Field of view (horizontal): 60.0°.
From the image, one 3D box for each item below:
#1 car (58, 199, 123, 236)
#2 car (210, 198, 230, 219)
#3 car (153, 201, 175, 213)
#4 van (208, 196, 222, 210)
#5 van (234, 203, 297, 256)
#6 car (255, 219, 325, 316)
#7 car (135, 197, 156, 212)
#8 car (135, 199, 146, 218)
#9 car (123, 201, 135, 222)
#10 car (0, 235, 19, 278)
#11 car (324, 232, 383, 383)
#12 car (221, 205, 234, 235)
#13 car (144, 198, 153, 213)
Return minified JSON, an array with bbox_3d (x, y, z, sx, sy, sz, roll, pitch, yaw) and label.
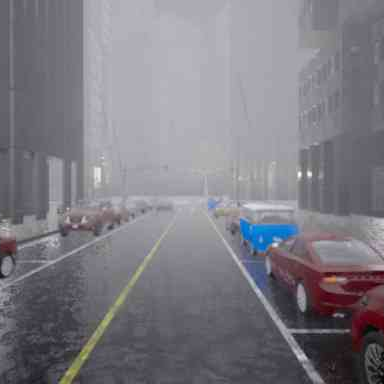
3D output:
[{"bbox_3d":[-5.678,1.350,18.663,2.192,1.841,5.009,-1,0,0],"label":"car"},{"bbox_3d":[2.850,1.578,30.083,1.752,1.417,4.829,-1,0,0],"label":"car"},{"bbox_3d":[-3.047,1.666,38.510,1.895,1.301,4.718,0,0,1],"label":"car"},{"bbox_3d":[2.849,1.410,41.162,1.690,1.788,3.998,-1,0,0],"label":"van"},{"bbox_3d":[2.848,1.366,13.040,1.690,1.788,3.998,-1,0,0],"label":"van"},{"bbox_3d":[2.850,1.559,7.415,1.887,1.381,4.507,-1,0,0],"label":"car"},{"bbox_3d":[-5.676,1.510,41.162,1.967,1.590,4.097,-1,0,0],"label":"car"},{"bbox_3d":[-5.675,1.604,29.912,2.008,1.369,4.403,-1,0,0],"label":"car"},{"bbox_3d":[-5.675,1.589,24.288,1.887,1.381,4.507,-1,0,0],"label":"car"},{"bbox_3d":[-5.676,1.560,7.413,1.887,1.381,4.507,-1,0,0],"label":"car"},{"bbox_3d":[2.847,1.319,1.792,2.192,1.841,5.009,-1,0,0],"label":"car"},{"bbox_3d":[2.850,1.616,18.664,1.802,1.307,4.206,-1,0,0],"label":"car"},{"bbox_3d":[-5.675,1.627,35.538,1.947,1.339,4.313,-1,0,0],"label":"car"}]
